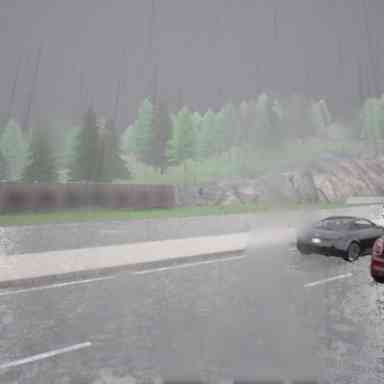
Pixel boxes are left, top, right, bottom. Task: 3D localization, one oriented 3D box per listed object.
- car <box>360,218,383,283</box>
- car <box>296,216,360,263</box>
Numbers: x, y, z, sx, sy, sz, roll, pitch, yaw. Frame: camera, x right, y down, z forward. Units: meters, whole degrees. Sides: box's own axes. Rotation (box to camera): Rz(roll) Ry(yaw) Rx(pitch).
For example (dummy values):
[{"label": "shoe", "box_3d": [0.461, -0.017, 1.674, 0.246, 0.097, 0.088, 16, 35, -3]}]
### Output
[{"label": "car", "box_3d": [6.530, 1.361, 8.415, 4.553, 1.767, 2.097, 0, 0, -35]}, {"label": "car", "box_3d": [5.731, 1.574, 12.144, 4.181, 1.385, 1.994, 0, 0, -36]}]
